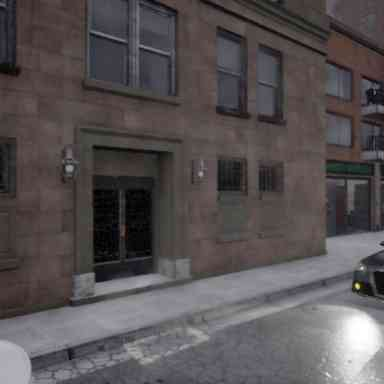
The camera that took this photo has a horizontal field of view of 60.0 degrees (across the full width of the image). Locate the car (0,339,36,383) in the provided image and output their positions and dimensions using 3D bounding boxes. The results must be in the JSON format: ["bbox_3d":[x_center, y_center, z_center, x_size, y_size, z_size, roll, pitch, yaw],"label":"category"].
[{"bbox_3d":[-3.007,1.535,1.156,4.674,1.442,1.812,0,0,-36],"label":"car"}]

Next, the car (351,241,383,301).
[{"bbox_3d":[5.348,1.589,7.324,4.181,1.385,1.994,0,0,-37],"label":"car"}]
